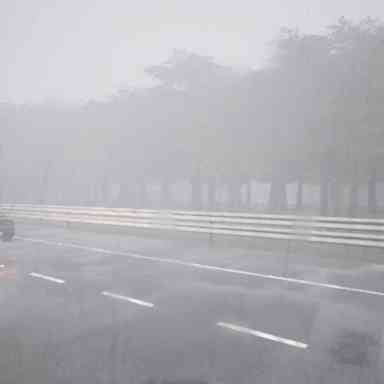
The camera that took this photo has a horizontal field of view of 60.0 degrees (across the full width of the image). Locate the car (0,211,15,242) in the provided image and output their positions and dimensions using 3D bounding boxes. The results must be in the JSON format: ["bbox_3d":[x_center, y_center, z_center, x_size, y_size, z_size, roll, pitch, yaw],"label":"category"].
[{"bbox_3d":[-10.049,1.516,15.356,4.892,1.490,1.837,0,0,36],"label":"car"}]
